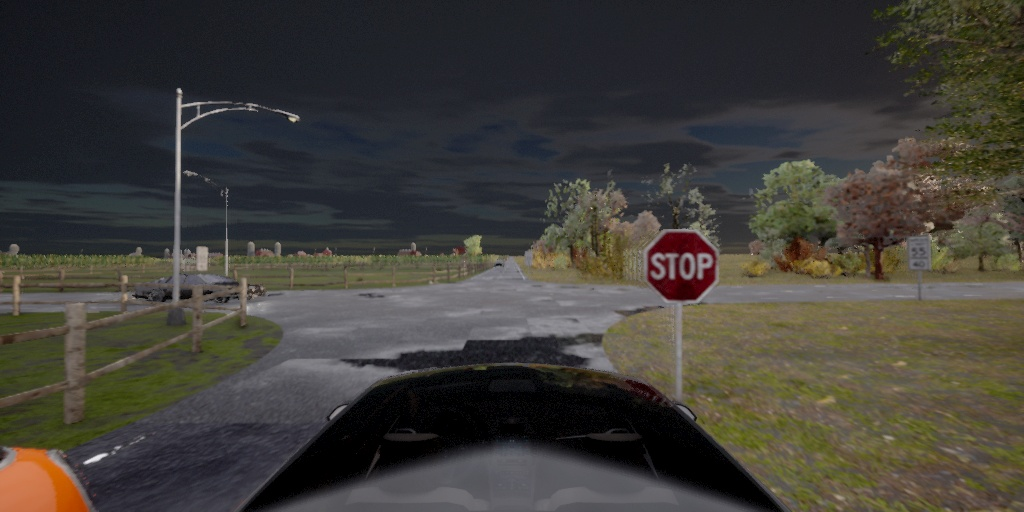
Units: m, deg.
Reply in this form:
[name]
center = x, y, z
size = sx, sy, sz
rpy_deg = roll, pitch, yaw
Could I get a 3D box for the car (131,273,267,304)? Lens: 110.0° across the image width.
[car]
center = -15.053, 1.549, 17.360
size = 5.357, 1.411, 2.033
rpy_deg = 0, -1, 1
